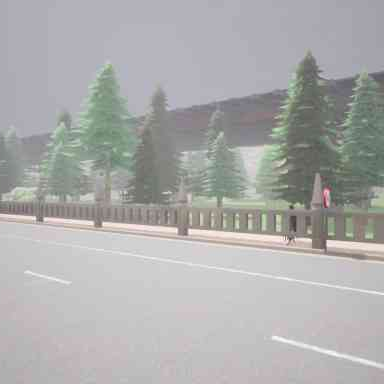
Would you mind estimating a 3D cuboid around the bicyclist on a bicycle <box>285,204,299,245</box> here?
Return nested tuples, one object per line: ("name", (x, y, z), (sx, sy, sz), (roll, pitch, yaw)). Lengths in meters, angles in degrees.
("bicyclist on a bicycle", (4.109, 1.342, 13.597), (0.582, 1.620, 1.656), (0, -3, 35))
